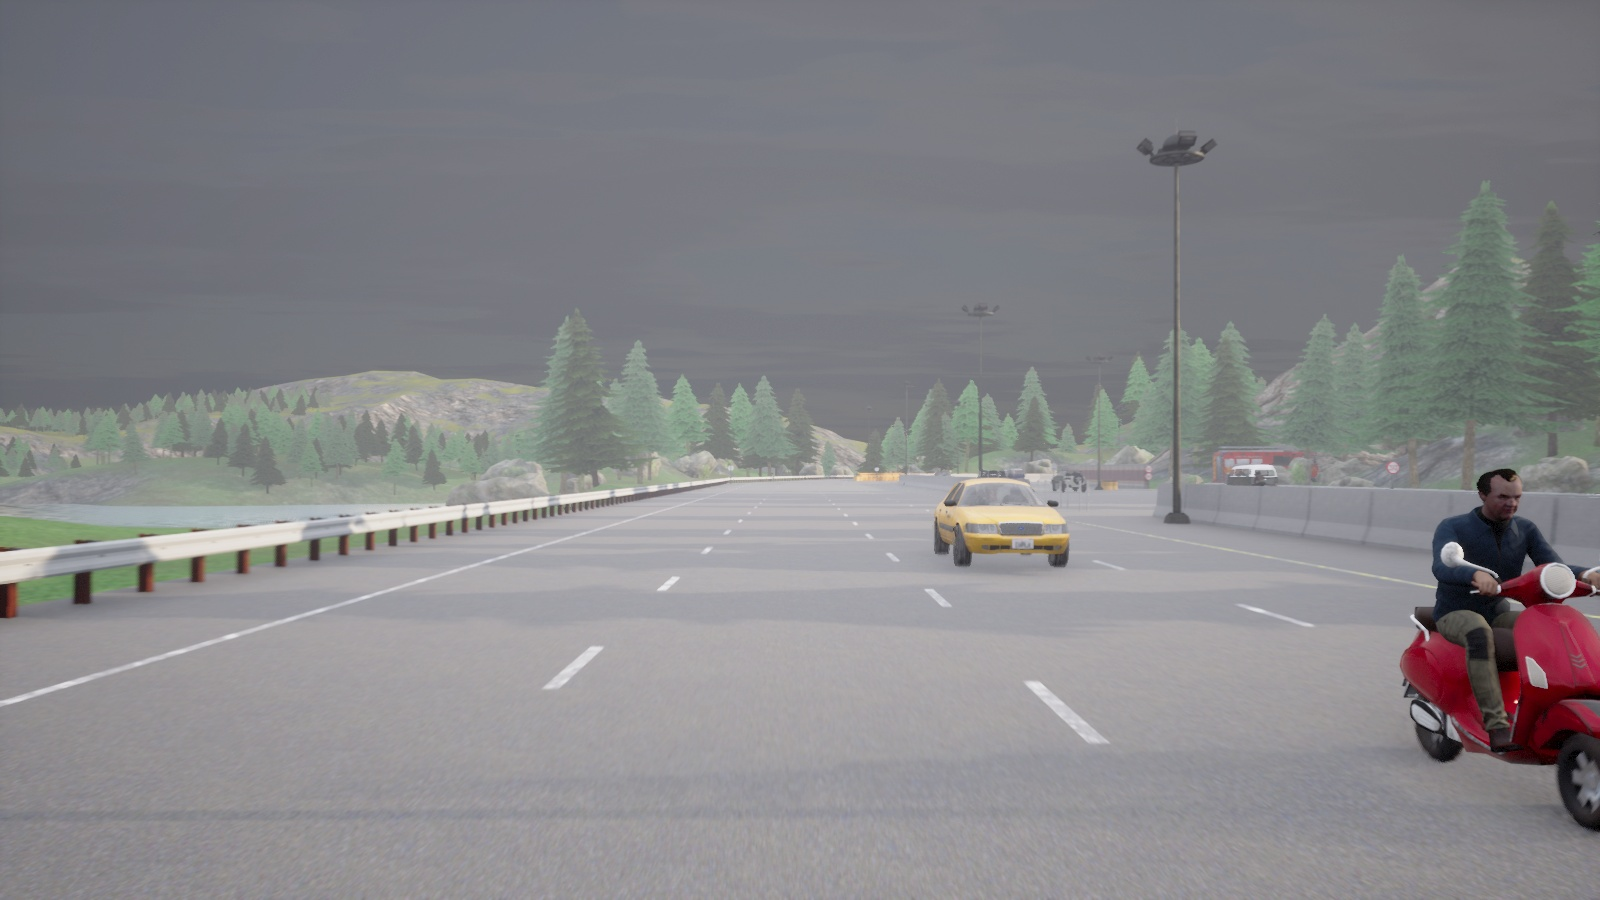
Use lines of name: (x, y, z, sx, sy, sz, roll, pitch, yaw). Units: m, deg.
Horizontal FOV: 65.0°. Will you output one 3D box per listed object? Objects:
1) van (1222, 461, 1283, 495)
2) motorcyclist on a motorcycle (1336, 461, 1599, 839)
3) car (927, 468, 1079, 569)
van: (27.816, 1.717, 77.328, 2.069, 2.038, 4.480, 0, -1, 0)
motorcyclist on a motorcycle: (3.485, 0.858, 6.214, 0.866, 1.590, 1.817, 0, -1, 0)
car: (3.447, 1.112, 22.297, 1.801, 1.575, 5.366, 0, -1, 0)
